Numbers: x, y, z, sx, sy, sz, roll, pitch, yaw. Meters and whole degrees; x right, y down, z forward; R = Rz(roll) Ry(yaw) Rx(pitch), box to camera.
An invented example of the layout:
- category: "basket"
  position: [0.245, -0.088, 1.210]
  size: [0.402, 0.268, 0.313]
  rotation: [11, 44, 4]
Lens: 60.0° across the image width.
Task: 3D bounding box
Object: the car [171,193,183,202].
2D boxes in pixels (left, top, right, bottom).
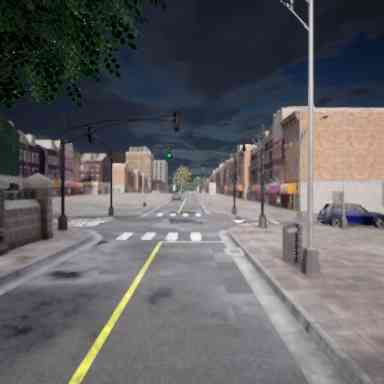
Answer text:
- category: "car"
  position: [-2.791, 0.964, 61.458]
  size: [1.837, 1.490, 4.892]
  rotation: [0, 1, 1]

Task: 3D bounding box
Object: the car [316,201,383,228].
- category: "car"
  position: [11.384, 1.569, 23.624]
  size: [4.553, 1.767, 2.097]
  rotation: [1, 0, 0]
